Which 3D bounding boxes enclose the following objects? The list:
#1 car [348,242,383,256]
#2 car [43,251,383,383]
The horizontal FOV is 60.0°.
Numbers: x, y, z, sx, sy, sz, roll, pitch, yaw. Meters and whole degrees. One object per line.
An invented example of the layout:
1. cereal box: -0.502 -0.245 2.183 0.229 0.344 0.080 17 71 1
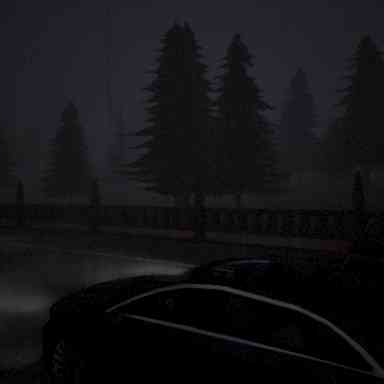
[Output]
1. car: 3.074 1.584 5.927 4.718 1.301 1.895 0 0 35
2. car: 0.415 1.486 3.476 4.902 1.511 2.128 0 0 34
